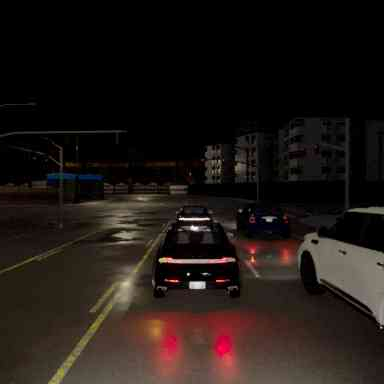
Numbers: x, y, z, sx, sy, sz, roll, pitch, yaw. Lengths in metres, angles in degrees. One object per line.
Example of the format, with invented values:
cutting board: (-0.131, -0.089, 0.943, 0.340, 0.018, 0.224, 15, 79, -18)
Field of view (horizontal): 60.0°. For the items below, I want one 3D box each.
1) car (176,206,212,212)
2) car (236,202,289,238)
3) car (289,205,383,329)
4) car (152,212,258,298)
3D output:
car: (0.115, 1.473, 17.953, 2.128, 1.511, 4.902, 0, 0, 0)
car: (3.613, 1.328, 17.676, 2.097, 1.767, 4.553, 0, 0, 0)
car: (3.595, 1.221, 5.528, 2.150, 2.045, 5.566, 0, 0, -1)
car: (0.104, 1.499, 8.541, 2.128, 1.511, 4.902, 0, 0, 0)
